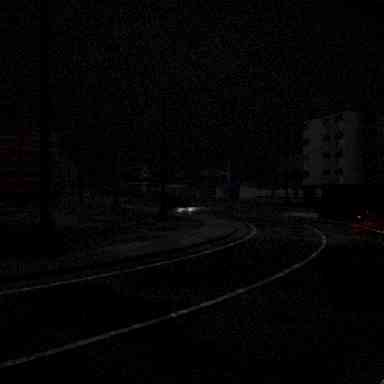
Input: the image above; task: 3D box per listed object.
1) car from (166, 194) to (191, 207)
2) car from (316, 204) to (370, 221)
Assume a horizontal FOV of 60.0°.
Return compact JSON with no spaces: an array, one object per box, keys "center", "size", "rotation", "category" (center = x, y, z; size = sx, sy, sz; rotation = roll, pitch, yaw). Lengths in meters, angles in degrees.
[{"center":[-2.087,1.326,50.829],"size":[2.150,2.045,5.566],"rotation":[0,0,-26],"category":"car"},{"center":[12.261,1.616,27.425],"size":[1.895,1.301,4.718],"rotation":[0,0,-11],"category":"car"}]
